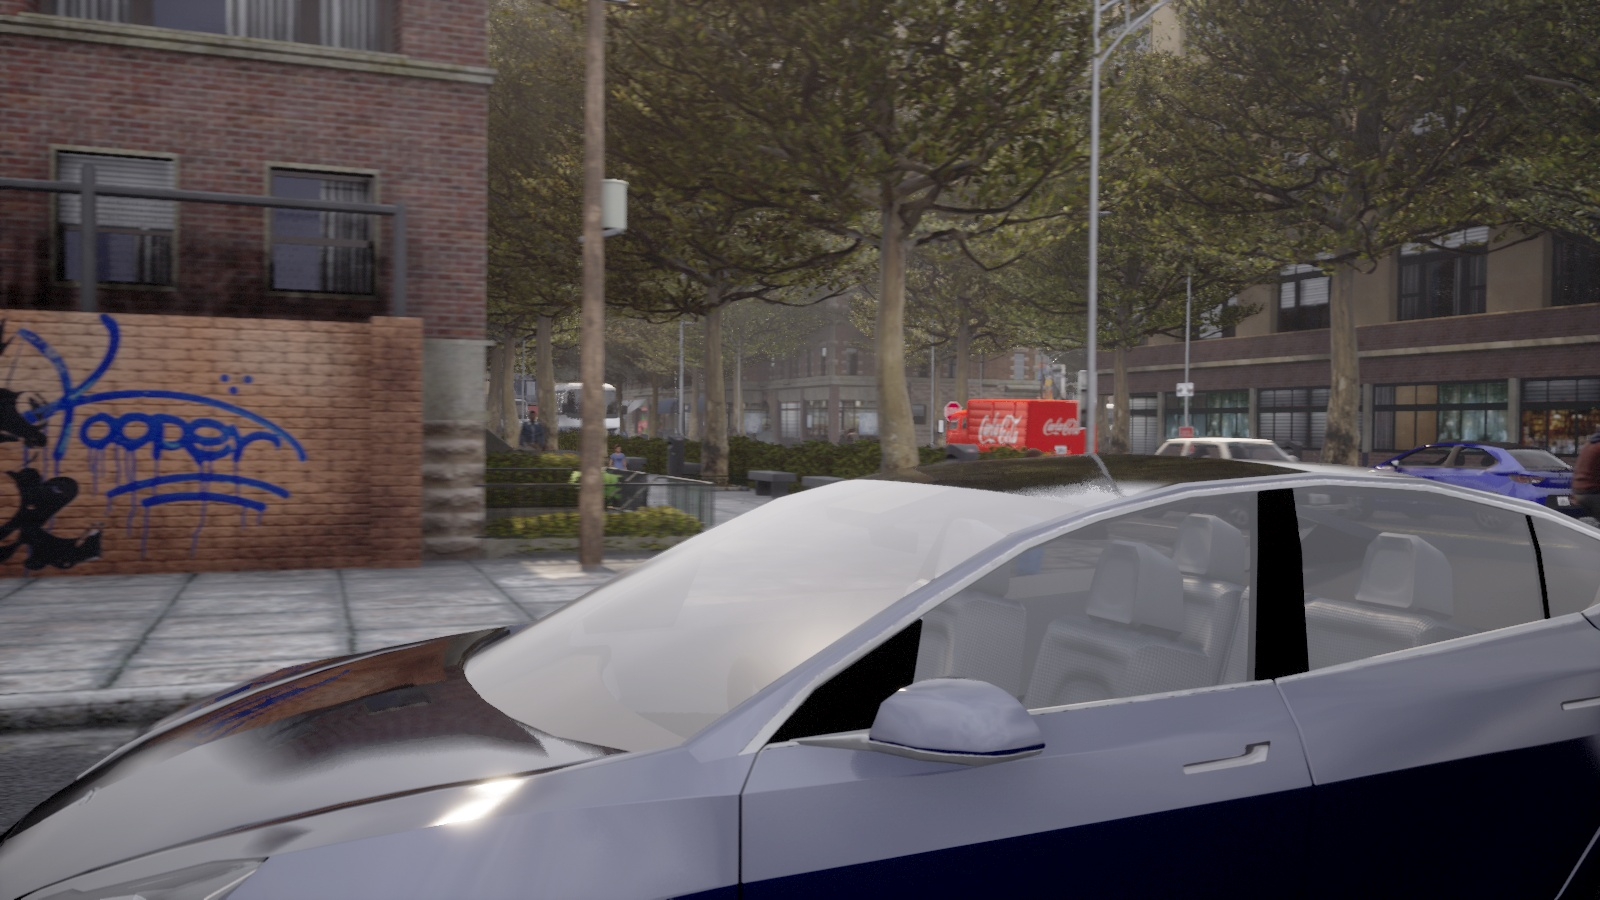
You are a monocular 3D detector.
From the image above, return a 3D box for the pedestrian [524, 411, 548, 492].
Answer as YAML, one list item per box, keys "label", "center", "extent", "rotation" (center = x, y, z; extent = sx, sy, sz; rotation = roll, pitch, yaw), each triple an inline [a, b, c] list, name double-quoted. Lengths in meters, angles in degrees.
- label: "pedestrian"
  center: [-6.411, 0.028, 30.507]
  extent: [0.423, 1.949, 0.788]
  rotation: [-1, 1, -21]

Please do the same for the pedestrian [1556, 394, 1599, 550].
- label: "pedestrian"
  center: [9.753, 0.253, 15.137]
  extent: [0.899, 1.844, 0.634]
  rotation: [-1, 1, 2]

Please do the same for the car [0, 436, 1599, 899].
- label: "car"
  center: [0.569, 0.736, 3.418]
  extent: [4.792, 1.488, 2.163]
  rotation: [-1, 1, -22]

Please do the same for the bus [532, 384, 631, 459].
- label: "bus"
  center: [-13.447, -1.678, 76.498]
  extent: [3.944, 4.253, 10.273]
  rotation: [-1, 1, -21]

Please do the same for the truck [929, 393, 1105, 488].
- label: "truck"
  center: [6.052, -0.327, 35.762]
  extent: [2.627, 2.467, 5.204]
  rotation: [-1, 2, -21]

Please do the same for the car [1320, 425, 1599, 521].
- label: "car"
  center: [11.395, 0.331, 21.957]
  extent: [1.816, 1.474, 4.193]
  rotation: [-1, 1, -23]

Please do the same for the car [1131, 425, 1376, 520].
- label: "car"
  center: [7.719, 0.326, 21.743]
  extent: [1.970, 1.475, 3.806]
  rotation: [-1, 1, -21]

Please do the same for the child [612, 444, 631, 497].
- label: "child"
  center: [-3.810, 0.441, 26.758]
  extent: [0.255, 1.110, 0.394]
  rotation: [-1, 1, -29]
